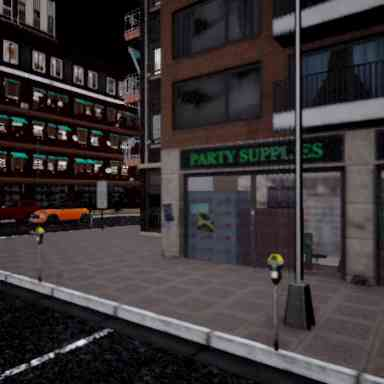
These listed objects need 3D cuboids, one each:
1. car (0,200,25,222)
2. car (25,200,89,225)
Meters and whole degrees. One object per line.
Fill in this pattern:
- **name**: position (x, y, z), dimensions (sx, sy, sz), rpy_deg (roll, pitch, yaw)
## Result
- **car**: position (-14.691, 1.598, 26.581), dimensions (2.192, 1.841, 5.009), rpy_deg (-1, -2, 35)
- **car**: position (-10.847, 1.679, 27.533), dimensions (2.097, 1.767, 4.553), rpy_deg (0, -1, 35)
